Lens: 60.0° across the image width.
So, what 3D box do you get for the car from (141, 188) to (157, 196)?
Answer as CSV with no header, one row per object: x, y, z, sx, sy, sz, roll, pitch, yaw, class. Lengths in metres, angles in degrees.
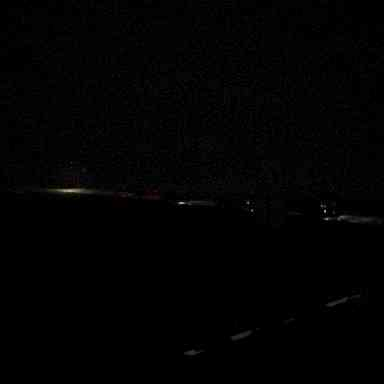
-7.911,-0.093,56.342,1.895,1.301,4.718,-3,4,-35,car

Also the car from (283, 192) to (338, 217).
9.374,0.895,26.861,2.097,1.767,4.553,-3,4,-35,car

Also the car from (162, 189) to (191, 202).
-2.070,0.393,43.018,1.837,1.490,4.892,-3,3,-35,car

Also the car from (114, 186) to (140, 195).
-10.784,-0.340,55.449,1.895,1.301,4.718,-3,4,-35,car

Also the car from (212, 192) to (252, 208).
4.046,0.728,34.371,2.128,1.511,4.902,-3,4,-35,car
